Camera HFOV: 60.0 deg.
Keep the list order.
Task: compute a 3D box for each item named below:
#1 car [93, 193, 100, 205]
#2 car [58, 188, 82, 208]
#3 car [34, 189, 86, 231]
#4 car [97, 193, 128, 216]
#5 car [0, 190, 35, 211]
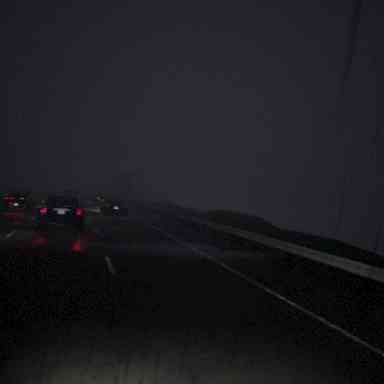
[{"bbox_3d":[-10.894,0.799,40.364,1.812,1.442,4.674,4,0,-19],"label":"car"},{"bbox_3d":[-12.447,0.516,34.148,2.097,1.767,4.553,4,0,-19],"label":"car"},{"bbox_3d":[-6.672,0.902,17.276,2.097,1.767,4.553,4,0,-19],"label":"car"},{"bbox_3d":[-6.396,1.139,27.221,1.994,1.385,4.181,4,0,-19],"label":"car"},{"bbox_3d":[-13.468,0.596,26.319,1.837,1.490,4.892,4,0,-19],"label":"car"}]
